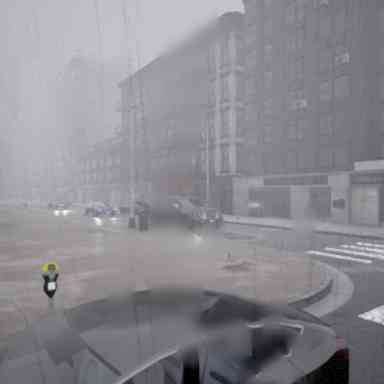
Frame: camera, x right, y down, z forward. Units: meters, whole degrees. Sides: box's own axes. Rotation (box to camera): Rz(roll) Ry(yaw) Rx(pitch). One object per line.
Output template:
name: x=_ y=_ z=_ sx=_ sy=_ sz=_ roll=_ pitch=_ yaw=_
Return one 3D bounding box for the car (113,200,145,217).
car: x=-5.768 y=1.603 z=32.917 sx=1.837 sy=1.490 sz=4.892 roll=0 pitch=0 yaw=-36

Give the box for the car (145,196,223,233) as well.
car: x=-0.480 y=1.286 z=20.457 sx=2.150 sy=2.045 sz=5.566 roll=0 pitch=0 yaw=-35

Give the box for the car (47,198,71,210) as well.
car: x=-18.778 y=1.650 z=46.182 sx=2.128 sy=1.511 sz=4.902 roll=0 pitch=0 yaw=-35

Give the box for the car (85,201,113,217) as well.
car: x=-9.053 y=1.631 z=32.442 sx=1.812 sy=1.442 sz=4.674 roll=0 pitch=0 yaw=-35

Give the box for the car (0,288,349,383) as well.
car: x=-0.584 y=1.567 z=2.397 sx=4.313 sy=1.339 sz=1.947 roll=0 pitch=0 yaw=-36

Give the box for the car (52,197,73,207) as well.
car: x=-21.313 y=1.670 z=54.626 sx=2.128 sy=1.511 sz=4.902 roll=0 pitch=0 yaw=-36
